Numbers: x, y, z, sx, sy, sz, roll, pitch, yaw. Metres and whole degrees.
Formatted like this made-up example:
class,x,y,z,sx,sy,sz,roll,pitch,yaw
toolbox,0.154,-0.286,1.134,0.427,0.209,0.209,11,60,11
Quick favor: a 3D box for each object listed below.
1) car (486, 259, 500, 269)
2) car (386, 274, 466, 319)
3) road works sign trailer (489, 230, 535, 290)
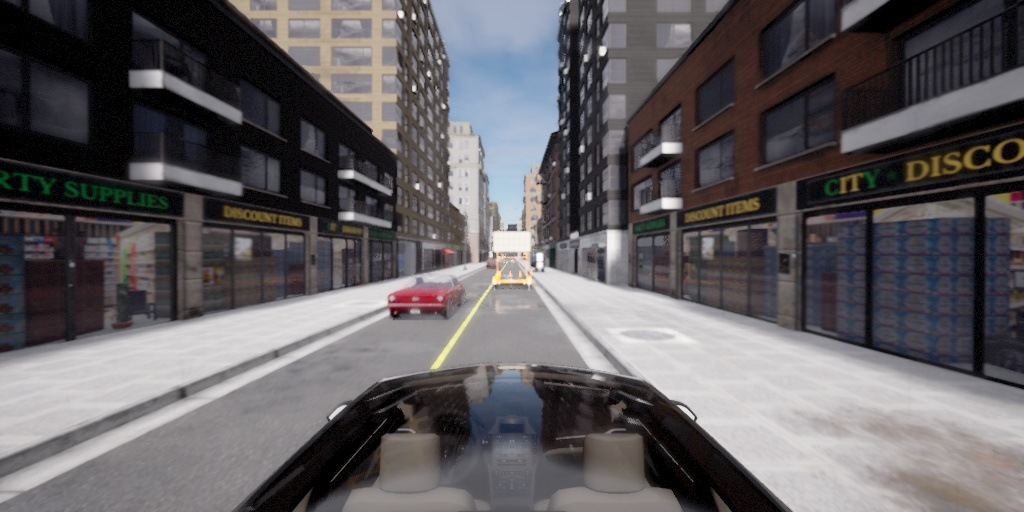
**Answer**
class,x,y,z,sx,sy,sz,roll,pitch,yaw
car,-2.821,1.155,53.401,1.882,1.535,5.008,0,0,0
car,-2.851,1.339,12.804,1.895,1.301,4.718,0,0,0
road works sign trailer,-0.001,0.192,21.949,2.380,3.560,2.880,0,0,0
